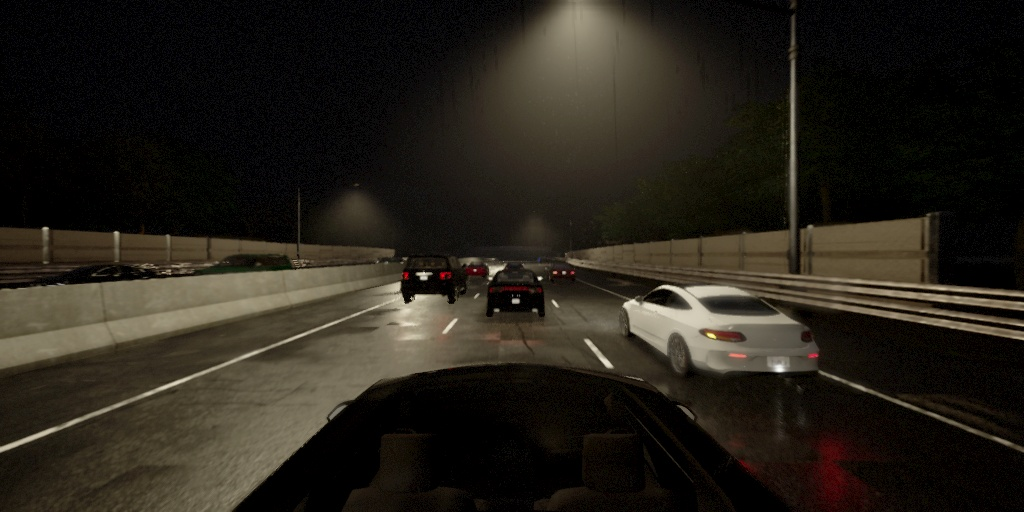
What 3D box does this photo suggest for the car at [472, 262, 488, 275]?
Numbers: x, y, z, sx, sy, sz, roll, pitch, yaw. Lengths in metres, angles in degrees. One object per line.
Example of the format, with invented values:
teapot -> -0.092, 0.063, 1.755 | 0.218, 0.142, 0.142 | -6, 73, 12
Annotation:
car -> -3.282, 1.220, 33.959 | 1.994, 1.385, 4.181 | 0, 0, 0

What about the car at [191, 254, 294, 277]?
car -> -14.061, 0.919, 19.155 | 2.150, 2.045, 5.566 | 0, 0, 0

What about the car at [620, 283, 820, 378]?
car -> 3.619, 1.259, 7.156 | 1.812, 1.442, 4.674 | 0, 0, 0

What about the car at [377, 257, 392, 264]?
car -> -20.679, 0.937, 59.355 | 2.097, 1.767, 4.553 | 0, 0, 1

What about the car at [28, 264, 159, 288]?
car -> -21.062, 1.204, 18.366 | 1.837, 1.490, 4.892 | 0, 0, 0

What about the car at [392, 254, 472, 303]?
car -> -3.373, 0.927, 16.437 | 2.150, 2.045, 5.566 | 0, 0, 0

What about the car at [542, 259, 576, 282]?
car -> 3.682, 1.221, 27.770 | 2.033, 1.411, 5.357 | 0, 0, 0

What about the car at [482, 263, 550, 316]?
car -> 0.119, 1.193, 13.201 | 1.882, 1.535, 5.008 | 0, 0, 0
